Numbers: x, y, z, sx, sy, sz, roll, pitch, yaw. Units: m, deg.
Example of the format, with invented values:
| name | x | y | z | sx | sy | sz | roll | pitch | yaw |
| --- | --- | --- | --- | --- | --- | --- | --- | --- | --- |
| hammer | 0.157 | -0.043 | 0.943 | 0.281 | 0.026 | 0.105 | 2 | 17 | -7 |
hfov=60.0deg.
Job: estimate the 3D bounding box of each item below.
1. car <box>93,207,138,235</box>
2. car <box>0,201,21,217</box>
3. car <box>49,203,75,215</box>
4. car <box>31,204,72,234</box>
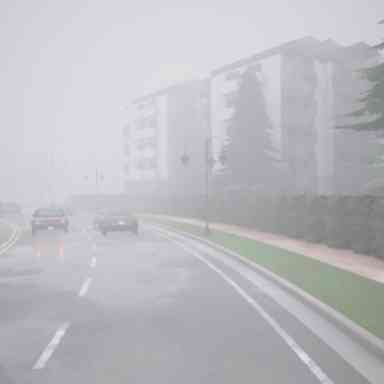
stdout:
| name | x | y | z | sx | sy | sz | roll | pitch | yaw |
| --- | --- | --- | --- | --- | --- | --- | --- | --- | --- |
| car | -4.480 | 1.580 | 19.202 | 1.994 | 1.385 | 4.181 | 0 | 0 | -23 |
| car | -18.555 | 1.615 | 33.115 | 2.128 | 1.511 | 4.902 | -1 | 0 | -42 |
| car | -13.189 | 1.679 | 32.480 | 1.895 | 1.301 | 4.718 | -1 | 0 | -41 |
| car | -8.565 | 1.653 | 19.863 | 1.895 | 1.301 | 4.718 | -1 | 0 | -26 |
